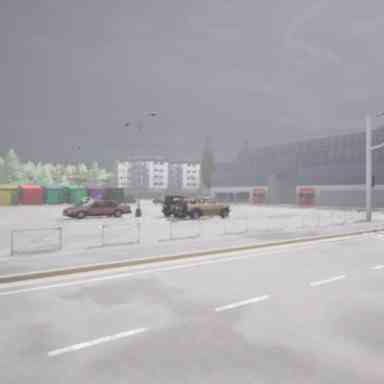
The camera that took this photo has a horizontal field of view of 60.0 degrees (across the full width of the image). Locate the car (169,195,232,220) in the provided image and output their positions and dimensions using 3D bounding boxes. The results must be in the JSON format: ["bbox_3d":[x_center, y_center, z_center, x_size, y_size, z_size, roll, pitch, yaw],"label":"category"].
[{"bbox_3d":[0.891,1.188,26.070,4.605,1.855,1.932,0,0,-35],"label":"car"}]

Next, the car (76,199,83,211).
[{"bbox_3d":[-13.780,1.429,46.820,3.806,1.475,1.970,0,0,-35],"label":"car"}]

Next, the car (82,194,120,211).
[{"bbox_3d":[-12.115,1.190,44.452,3.866,1.878,1.905,0,0,-35],"label":"car"}]

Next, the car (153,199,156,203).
[{"bbox_3d":[-5.275,1.616,60.829,2.033,1.411,5.357,0,0,-33],"label":"car"}]

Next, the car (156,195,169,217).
[{"bbox_3d":[-0.738,1.191,28.463,3.866,1.878,1.905,0,0,-35],"label":"car"}]

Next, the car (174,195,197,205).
[{"bbox_3d":[-1.243,1.427,61.067,2.097,1.767,4.553,0,0,-33],"label":"car"}]
